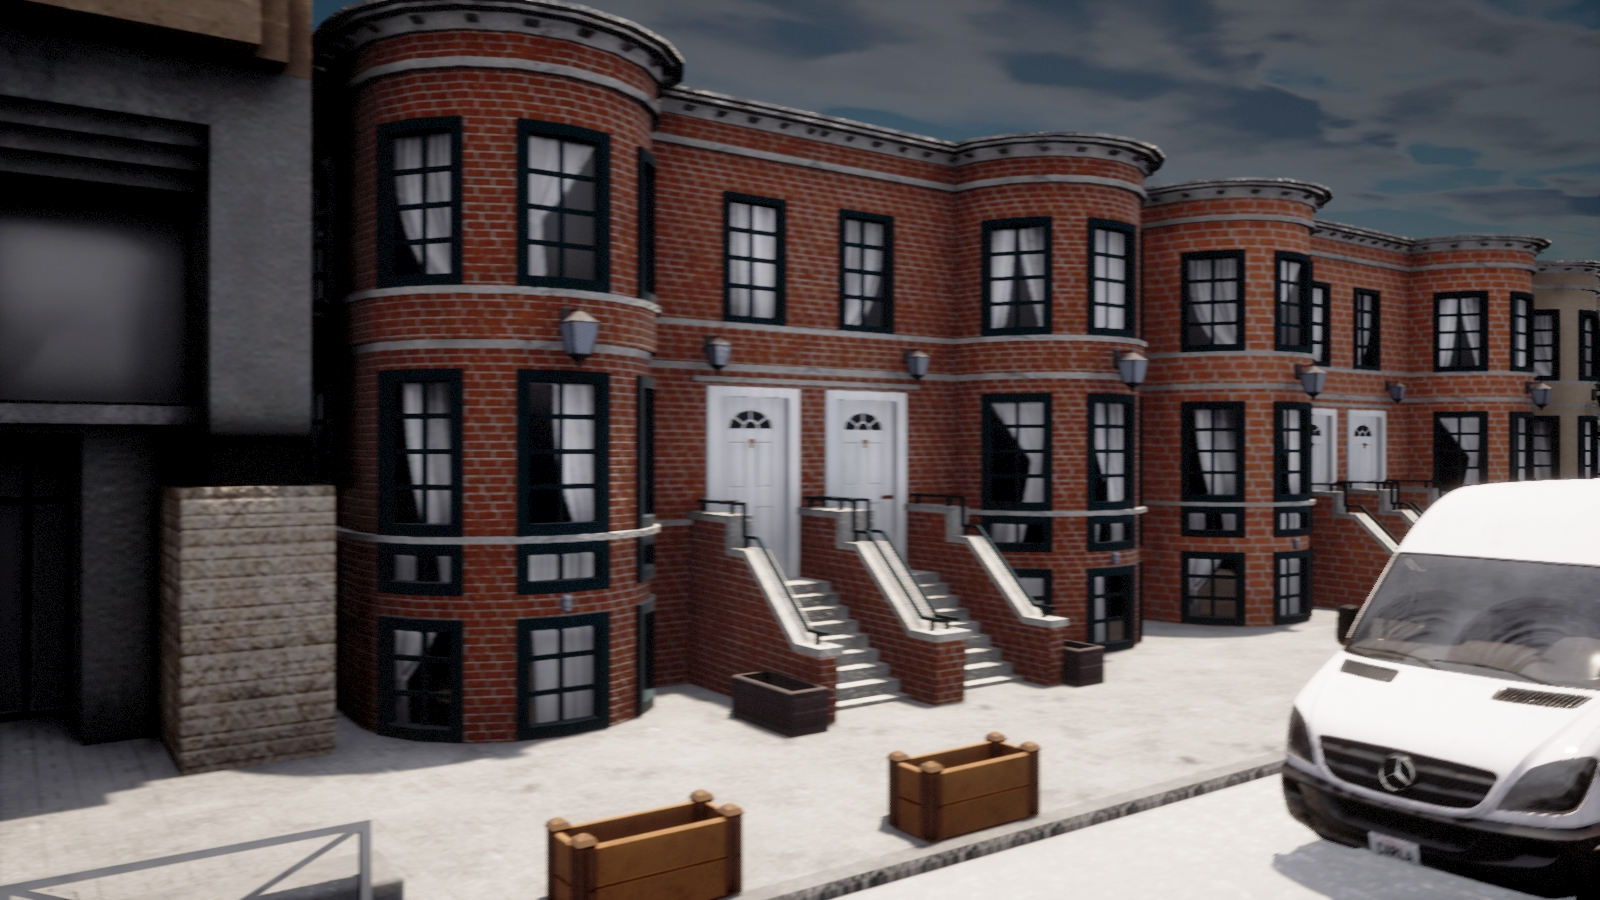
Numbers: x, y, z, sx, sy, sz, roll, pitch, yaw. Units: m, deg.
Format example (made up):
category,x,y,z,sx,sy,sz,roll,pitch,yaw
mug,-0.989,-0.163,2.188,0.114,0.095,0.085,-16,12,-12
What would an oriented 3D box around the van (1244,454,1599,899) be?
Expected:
category,x,y,z,sx,sy,sz,roll,pitch,yaw
van,5.988,1.314,8.605,5.915,2.561,1.988,0,0,-35
